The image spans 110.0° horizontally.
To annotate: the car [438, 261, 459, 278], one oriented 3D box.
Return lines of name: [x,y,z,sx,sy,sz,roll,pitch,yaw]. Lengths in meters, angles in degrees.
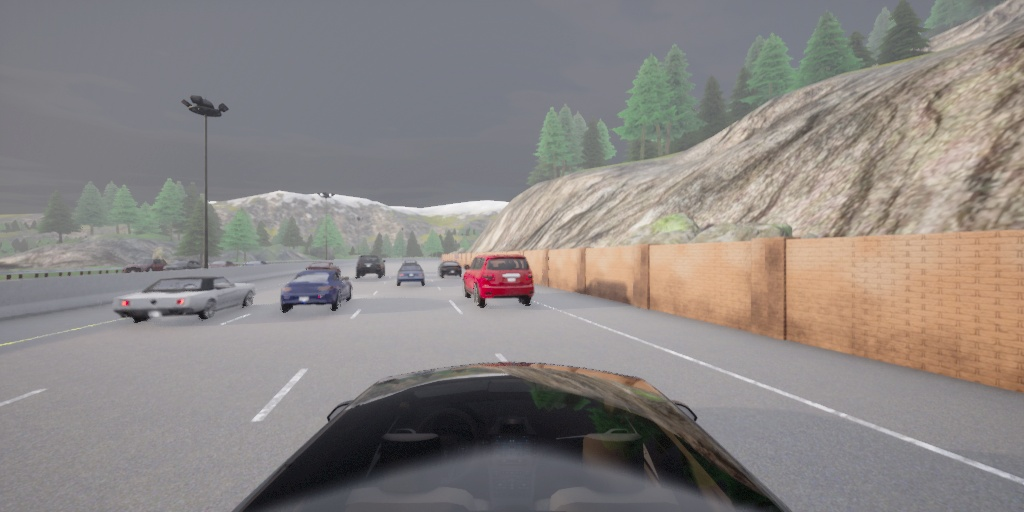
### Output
car: [-5.880,1.211,33.700,1.882,1.535,5.008,0,0,-16]

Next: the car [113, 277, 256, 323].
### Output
car: [-10.710,1.349,12.295,1.895,1.301,4.718,0,0,-16]

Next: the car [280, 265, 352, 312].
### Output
car: [-7.634,1.271,14.273,1.812,1.442,4.674,0,0,-16]

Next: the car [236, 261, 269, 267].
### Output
car: [-30.325,1.268,42.508,1.812,1.442,4.674,0,0,-16]

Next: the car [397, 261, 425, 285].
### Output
car: [-7.275,1.287,25.810,2.033,1.411,5.357,0,0,-16]

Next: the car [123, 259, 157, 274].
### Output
car: [-40.492,1.099,39.882,2.097,1.767,4.553,0,0,-16]

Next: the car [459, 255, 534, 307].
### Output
car: [-0.759,0.964,15.689,2.150,2.045,5.566,0,0,-16]

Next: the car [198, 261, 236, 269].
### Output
car: [-33.691,1.270,41.547,1.812,1.442,4.674,0,0,-16]

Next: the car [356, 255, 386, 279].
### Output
car: [-13.029,0.956,33.251,2.150,2.045,5.566,0,0,-16]

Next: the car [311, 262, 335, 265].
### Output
car: [-15.730,1.217,29.952,1.882,1.535,5.008,0,0,-16]

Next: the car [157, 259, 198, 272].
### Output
car: [-37.028,1.257,40.480,1.837,1.490,4.892,0,0,-16]
